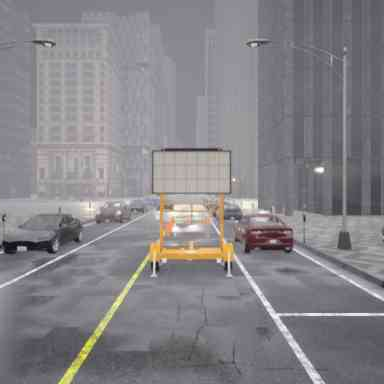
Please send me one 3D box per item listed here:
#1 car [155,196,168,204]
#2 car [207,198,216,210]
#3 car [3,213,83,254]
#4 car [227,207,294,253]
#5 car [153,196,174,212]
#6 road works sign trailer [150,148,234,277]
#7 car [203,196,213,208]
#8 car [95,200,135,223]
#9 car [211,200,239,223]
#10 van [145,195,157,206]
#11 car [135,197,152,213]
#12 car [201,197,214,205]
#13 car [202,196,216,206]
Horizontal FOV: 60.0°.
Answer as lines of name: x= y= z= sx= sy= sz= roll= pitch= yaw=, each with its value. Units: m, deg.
car: x=-5.833 y=1.507 z=64.246 sx=2.008 sy=1.369 sz=4.403 roll=0 pitch=0 yaw=0
car: x=2.729 y=1.555 z=30.411 sx=1.947 sy=1.339 sz=4.313 roll=0 pitch=0 yaw=0
car: x=-5.779 y=1.563 z=13.477 sx=1.947 sy=1.339 sz=4.313 roll=0 pitch=0 yaw=0
car: x=2.747 y=1.542 z=13.489 sx=1.887 sy=1.381 sz=4.507 roll=0 pitch=0 yaw=0
car: x=-3.134 y=1.488 z=39.089 sx=1.837 sy=1.490 sz=4.892 roll=0 pitch=0 yaw=0
road works sign trailer: x=-0.010 y=0.462 z=10.221 sx=2.380 sy=3.560 sz=2.880 roll=0 pitch=0 yaw=0
car: x=2.716 y=1.506 z=41.862 sx=1.752 sy=1.417 sz=4.829 roll=0 pitch=0 yaw=0
car: x=-5.791 y=1.433 z=24.758 sx=1.967 sy=1.590 sz=4.097 roll=0 pitch=0 yaw=0
car: x=2.735 y=1.544 z=24.770 sx=2.008 sy=1.369 sz=4.403 roll=0 pitch=0 yaw=0
van: x=-5.815 y=1.317 z=47.323 sx=1.690 sy=1.788 sz=3.998 roll=0 pitch=0 yaw=0
car: x=-5.803 y=1.551 z=36.041 sx=1.947 sy=1.339 sz=4.313 roll=0 pitch=0 yaw=0
car: x=2.699 y=1.514 z=58.615 sx=2.008 sy=1.369 sz=4.403 roll=0 pitch=0 yaw=0
car: x=2.704 y=1.409 z=52.974 sx=1.967 sy=1.590 sz=4.097 roll=0 pitch=0 yaw=0
